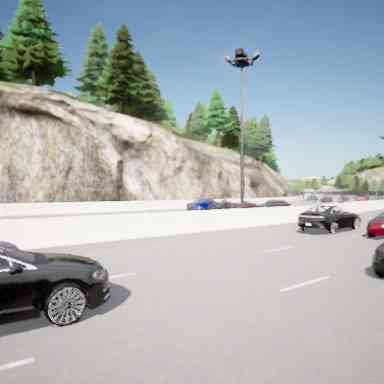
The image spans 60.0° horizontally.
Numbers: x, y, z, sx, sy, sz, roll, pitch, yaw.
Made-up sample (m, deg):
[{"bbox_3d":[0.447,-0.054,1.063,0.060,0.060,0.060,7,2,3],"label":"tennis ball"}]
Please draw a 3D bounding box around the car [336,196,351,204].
[{"bbox_3d":[31.037,1.607,67.885,2.128,1.511,4.902,0,0,32],"label":"car"}]

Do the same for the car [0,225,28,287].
[{"bbox_3d":[-6.570,1.622,7.723,4.718,1.301,1.895,0,0,-35],"label":"car"}]

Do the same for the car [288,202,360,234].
[{"bbox_3d":[8.053,1.521,19.365,4.902,1.511,2.128,0,0,-41],"label":"car"}]

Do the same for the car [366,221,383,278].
[{"bbox_3d":[6.675,1.575,9.056,4.181,1.385,1.994,0,0,-39],"label":"car"}]

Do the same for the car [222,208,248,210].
[{"bbox_3d":[5.683,1.627,36.524,4.181,1.385,1.994,0,0,-45],"label":"car"}]

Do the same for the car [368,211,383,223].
[{"bbox_3d":[10.630,1.586,16.979,4.181,1.385,1.994,0,0,-41],"label":"car"}]

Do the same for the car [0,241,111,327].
[{"bbox_3d":[-3.814,1.506,5.431,4.902,1.511,2.128,0,0,-36],"label":"car"}]

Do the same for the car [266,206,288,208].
[{"bbox_3d":[8.429,1.561,34.311,1.837,1.490,4.892,0,0,45],"label":"car"}]
